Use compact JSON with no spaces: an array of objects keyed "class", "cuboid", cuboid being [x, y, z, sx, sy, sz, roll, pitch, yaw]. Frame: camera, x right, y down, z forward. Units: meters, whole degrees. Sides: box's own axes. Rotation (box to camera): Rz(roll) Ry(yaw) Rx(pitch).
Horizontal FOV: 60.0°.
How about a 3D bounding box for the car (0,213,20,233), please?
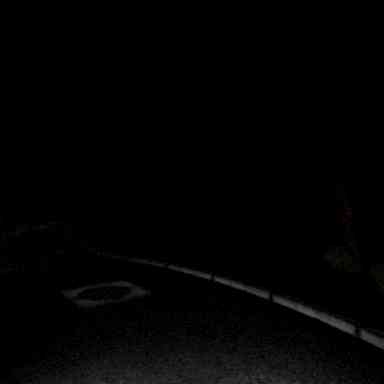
[{"class":"car","cuboid":[-12.205,1.955,20.207,1.895,1.301,4.718,-2,0,-10]}]
